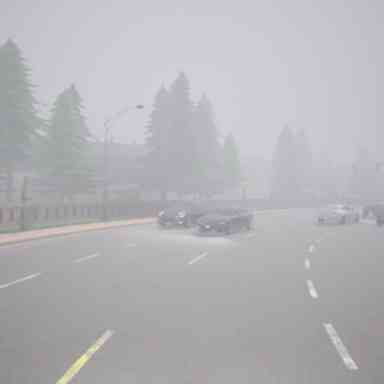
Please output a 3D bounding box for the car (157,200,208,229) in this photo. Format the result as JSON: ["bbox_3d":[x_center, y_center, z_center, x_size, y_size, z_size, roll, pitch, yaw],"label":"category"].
[{"bbox_3d":[-0.252,1.358,21.942,2.097,1.767,4.553,1,0,33],"label":"car"}]

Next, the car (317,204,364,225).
[{"bbox_3d":[11.197,1.665,25.482,1.812,1.442,4.674,1,0,45],"label":"car"}]

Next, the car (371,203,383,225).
[{"bbox_3d":[15.212,1.750,24.599,1.994,1.385,4.181,1,0,45],"label":"car"}]

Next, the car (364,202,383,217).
[{"bbox_3d":[18.434,1.733,32.823,4.892,1.490,1.837,0,0,-45],"label":"car"}]

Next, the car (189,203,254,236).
[{"bbox_3d":[2.036,1.535,19.097,1.837,1.490,4.892,0,0,31],"label":"car"}]
